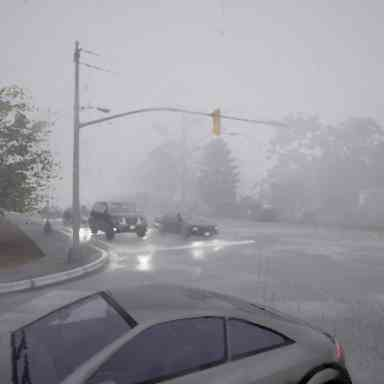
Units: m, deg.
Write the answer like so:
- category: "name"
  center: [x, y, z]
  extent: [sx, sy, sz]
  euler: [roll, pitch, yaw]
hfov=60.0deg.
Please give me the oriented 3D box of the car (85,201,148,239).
- category: "car"
  center: [-4.648, 1.614, 20.420]
  extent: [2.150, 2.045, 5.566]
  euler: [1, -1, -31]

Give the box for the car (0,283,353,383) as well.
- category: "car"
  center: [-0.570, 1.623, 2.919]
  extent: [4.181, 1.385, 1.994]
  euler: [1, -1, -29]

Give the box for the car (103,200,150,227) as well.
- category: "car"
  center: [-5.860, 1.781, 29.067]
  extent: [2.150, 2.045, 5.566]
  euler: [1, -1, -32]

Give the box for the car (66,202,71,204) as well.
- category: "car"
  center: [-31.362, 3.554, 85.534]
  extent: [1.895, 1.301, 4.718]
  euler: [1, -2, -24]

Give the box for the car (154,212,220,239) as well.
- category: "car"
  center: [-0.527, 1.945, 20.358]
  extent: [2.033, 1.411, 5.357]
  euler: [1, -1, -31]

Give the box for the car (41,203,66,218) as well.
- category: "car"
  center: [-16.767, 2.334, 39.748]
  extent: [2.033, 1.411, 5.357]
  euler: [1, -1, -32]

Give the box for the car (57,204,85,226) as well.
- category: "car"
  center: [-9.864, 2.044, 28.856]
  extent: [2.128, 1.511, 4.902]
  euler: [1, -1, -32]
